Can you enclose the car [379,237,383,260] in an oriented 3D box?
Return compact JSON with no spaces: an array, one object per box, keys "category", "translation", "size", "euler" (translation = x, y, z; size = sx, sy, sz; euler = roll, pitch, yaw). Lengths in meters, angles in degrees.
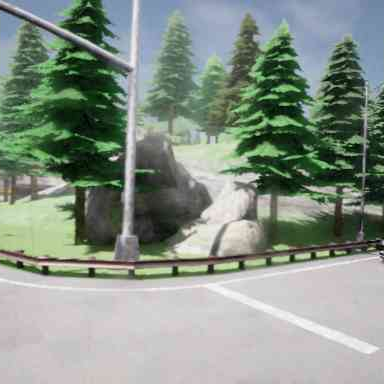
[{"category":"car","translation":[8.745,1.819,12.115],"size":[4.902,1.511,2.128],"euler":[2,0,-35]}]
